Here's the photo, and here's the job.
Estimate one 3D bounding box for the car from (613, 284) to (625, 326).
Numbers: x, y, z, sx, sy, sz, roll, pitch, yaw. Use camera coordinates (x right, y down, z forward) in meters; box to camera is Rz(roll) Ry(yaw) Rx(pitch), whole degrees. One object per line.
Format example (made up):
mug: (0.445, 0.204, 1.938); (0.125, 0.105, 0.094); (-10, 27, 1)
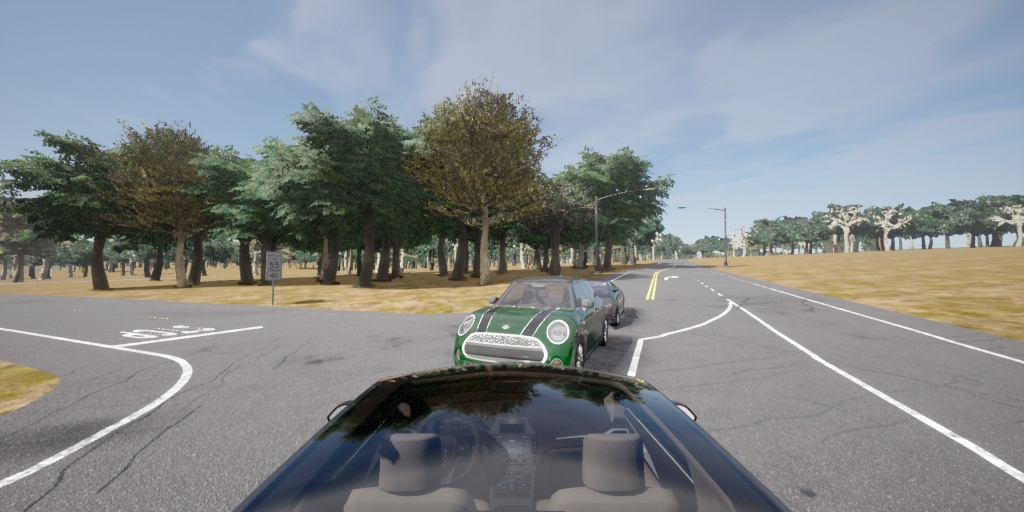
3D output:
car: (2.901, 1.554, 12.901); (1.994, 1.385, 4.181); (-2, 0, 22)

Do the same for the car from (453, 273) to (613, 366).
car: (0.678, 1.222, 7.468); (2.097, 1.767, 4.553); (-1, -2, 22)
